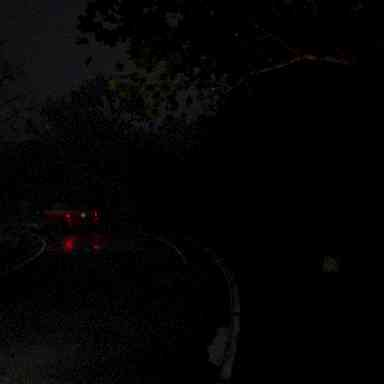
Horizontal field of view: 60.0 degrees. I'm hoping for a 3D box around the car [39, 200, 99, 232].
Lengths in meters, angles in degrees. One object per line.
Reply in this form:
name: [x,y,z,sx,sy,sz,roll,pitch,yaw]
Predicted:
car: [-7.449,1.309,19.952,2.097,1.767,4.553,0,0,-42]
